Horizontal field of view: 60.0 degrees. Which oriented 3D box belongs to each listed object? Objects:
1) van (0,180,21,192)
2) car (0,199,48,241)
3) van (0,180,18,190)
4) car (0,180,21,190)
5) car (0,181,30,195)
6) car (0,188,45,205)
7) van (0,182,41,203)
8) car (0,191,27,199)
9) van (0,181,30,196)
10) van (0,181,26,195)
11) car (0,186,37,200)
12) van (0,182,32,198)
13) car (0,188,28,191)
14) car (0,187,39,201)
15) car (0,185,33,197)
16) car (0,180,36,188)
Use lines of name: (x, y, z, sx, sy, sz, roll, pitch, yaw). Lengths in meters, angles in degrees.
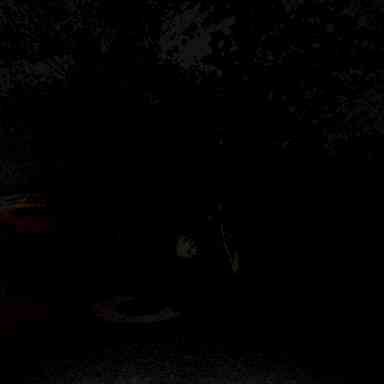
van: (-35.019, -1.151, 63.050, 4.442, 1.987, 1.878, 1, 1, -31)
car: (-7.012, 1.265, 15.316, 5.008, 1.535, 2.097, 1, 2, -31)
van: (-40.645, -1.544, 72.588, 4.442, 1.987, 1.878, 1, 1, -31)
car: (-39.363, -1.473, 70.129, 5.566, 2.045, 2.435, 1, 1, -31)
car: (-28.046, -0.683, 50.945, 5.566, 2.045, 2.435, 1, 1, -31)
car: (-16.809, 0.444, 31.885, 4.792, 1.488, 2.163, 1, 2, -31)
van: (-18.144, 0.066, 34.442, 4.442, 1.987, 1.878, 1, 2, -31)
car: (-8.382, 1.018, 17.716, 4.553, 1.767, 2.185, 1, 2, -31)
van: (-25.109, -0.459, 46.250, 4.442, 1.987, 1.878, 1, 2, -31)
van: (-26.717, -0.561, 48.516, 4.442, 1.987, 1.878, 1, 1, -31)
car: (-20.975, 0.098, 39.061, 4.792, 1.488, 2.163, 1, 2, -31)
van: (-22.482, -0.263, 41.354, 4.442, 1.987, 1.878, 1, 2, -31)
car: (-12.727, 0.776, 24.654, 5.366, 1.575, 1.946, 1, 2, -31)
car: (-19.635, 0.203, 36.789, 4.792, 1.488, 2.163, 1, 2, -31)
car: (-23.806, -0.137, 43.815, 5.008, 1.535, 2.097, 1, 1, -31)
car: (-15.345, 0.287, 29.522, 5.566, 2.045, 2.435, 1, 2, -31)
